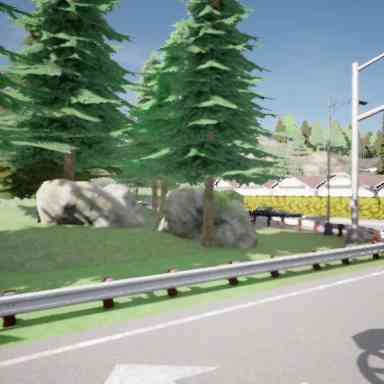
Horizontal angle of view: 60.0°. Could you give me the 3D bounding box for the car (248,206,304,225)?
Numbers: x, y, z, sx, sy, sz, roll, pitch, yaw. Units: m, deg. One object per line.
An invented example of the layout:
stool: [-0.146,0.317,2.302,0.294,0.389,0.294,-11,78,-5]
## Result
car: [6.391,1.808,26.219,1.895,1.301,4.718,0,0,-32]

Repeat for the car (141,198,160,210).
car: [-5.642,1.644,45.675,1.837,1.490,4.892,-1,1,-25]
